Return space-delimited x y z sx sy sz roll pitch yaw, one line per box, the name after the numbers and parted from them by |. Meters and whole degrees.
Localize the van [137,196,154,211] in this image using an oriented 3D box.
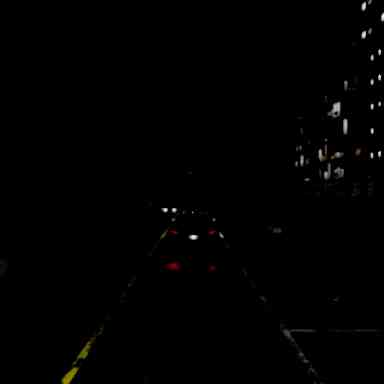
-5.695 1.371 41.008 1.690 1.788 3.998 0 0 0 | van

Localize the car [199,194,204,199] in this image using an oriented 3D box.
2.684 1.593 63.709 1.752 1.417 4.829 0 0 0 | car

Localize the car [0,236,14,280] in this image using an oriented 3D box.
-5.693 1.546 7.216 1.887 1.381 4.507 0 0 0 | car

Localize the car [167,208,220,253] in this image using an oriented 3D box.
0.069 1.568 13.753 1.994 1.385 4.181 0 0 0 | car

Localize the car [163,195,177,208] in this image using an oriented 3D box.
-3.093 1.587 47.843 2.033 1.411 5.357 0 0 0 | car

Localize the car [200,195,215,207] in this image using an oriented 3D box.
2.684 1.613 52.274 1.947 1.339 4.313 0 0 0 | car

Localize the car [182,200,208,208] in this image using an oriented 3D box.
0.061 1.616 27.547 1.895 1.301 4.718 0 0 0 | car

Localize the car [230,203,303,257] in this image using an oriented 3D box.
2.686 1.319 12.850 2.192 1.841 5.009 0 0 0 | car
